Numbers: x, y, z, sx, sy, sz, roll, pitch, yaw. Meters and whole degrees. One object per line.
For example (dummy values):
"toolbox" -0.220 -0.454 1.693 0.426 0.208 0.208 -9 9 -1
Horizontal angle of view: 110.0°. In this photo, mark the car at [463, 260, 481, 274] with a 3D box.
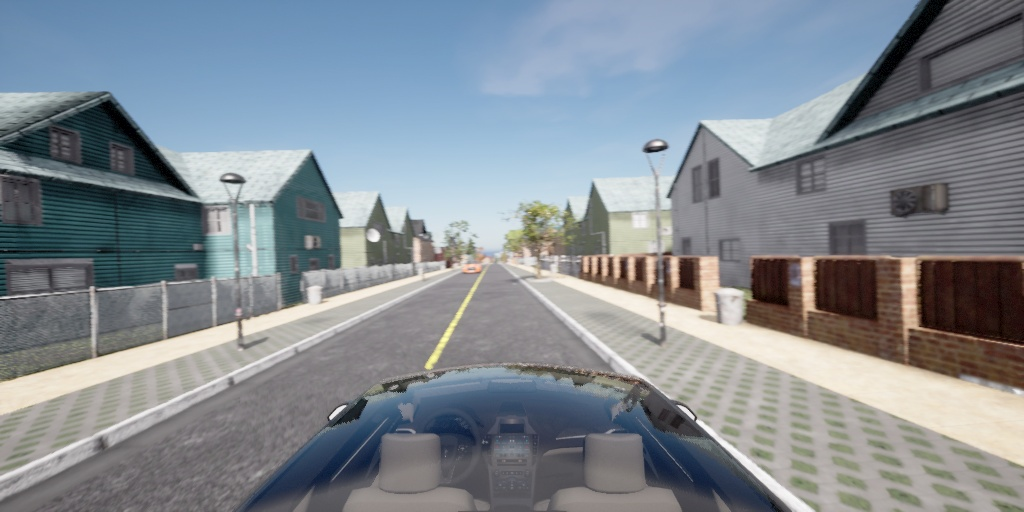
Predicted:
"car" -5.019 1.290 45.425 2.097 1.767 4.553 -2 0 -3
